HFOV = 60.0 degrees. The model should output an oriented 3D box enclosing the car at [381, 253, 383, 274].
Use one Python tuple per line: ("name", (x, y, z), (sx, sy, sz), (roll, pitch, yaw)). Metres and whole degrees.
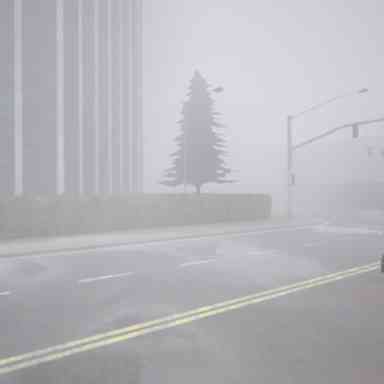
("car", (6.680, 1.515, 8.512), (4.181, 1.385, 1.994), (0, 0, -35))
